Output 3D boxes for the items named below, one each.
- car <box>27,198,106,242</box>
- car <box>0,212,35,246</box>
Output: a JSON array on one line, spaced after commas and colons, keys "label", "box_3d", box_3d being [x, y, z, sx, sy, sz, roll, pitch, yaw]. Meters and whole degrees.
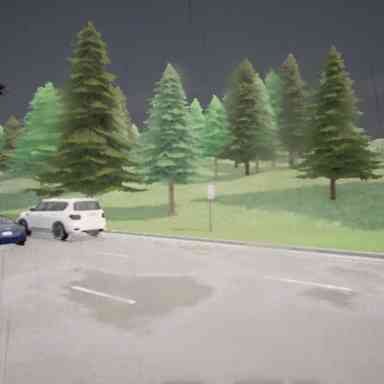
[{"label": "car", "box_3d": [-6.969, 1.356, 17.574, 5.566, 2.045, 2.150, -1, 0, 36]}, {"label": "car", "box_3d": [-9.250, 1.700, 14.900, 4.181, 1.385, 1.994, -1, 0, 36]}]
